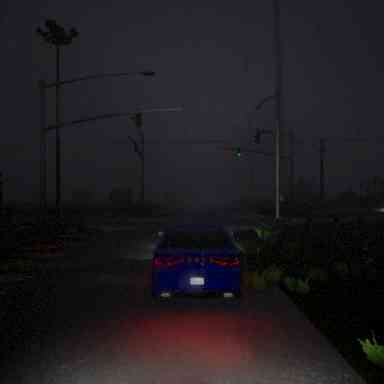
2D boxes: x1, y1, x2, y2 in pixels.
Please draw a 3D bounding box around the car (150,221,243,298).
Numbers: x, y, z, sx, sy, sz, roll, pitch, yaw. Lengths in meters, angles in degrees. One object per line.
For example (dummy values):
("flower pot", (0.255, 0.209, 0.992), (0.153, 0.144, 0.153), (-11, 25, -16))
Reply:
("car", (0.104, 1.477, 8.557), (1.882, 1.535, 5.008), (0, 0, 0))
